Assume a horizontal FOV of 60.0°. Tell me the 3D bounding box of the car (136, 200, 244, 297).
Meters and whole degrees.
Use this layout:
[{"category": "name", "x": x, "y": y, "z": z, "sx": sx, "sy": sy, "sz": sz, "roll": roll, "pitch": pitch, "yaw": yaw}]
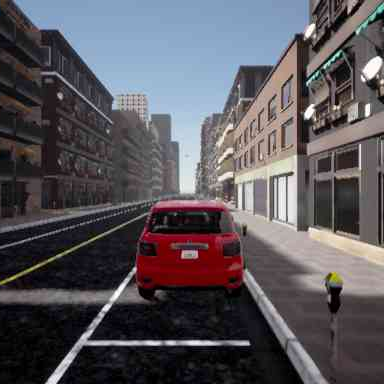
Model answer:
[{"category": "car", "x": -0.038, "y": 1.219, "z": 8.679, "sx": 2.150, "sy": 2.045, "sz": 5.566, "roll": 0, "pitch": 0, "yaw": 0}]
